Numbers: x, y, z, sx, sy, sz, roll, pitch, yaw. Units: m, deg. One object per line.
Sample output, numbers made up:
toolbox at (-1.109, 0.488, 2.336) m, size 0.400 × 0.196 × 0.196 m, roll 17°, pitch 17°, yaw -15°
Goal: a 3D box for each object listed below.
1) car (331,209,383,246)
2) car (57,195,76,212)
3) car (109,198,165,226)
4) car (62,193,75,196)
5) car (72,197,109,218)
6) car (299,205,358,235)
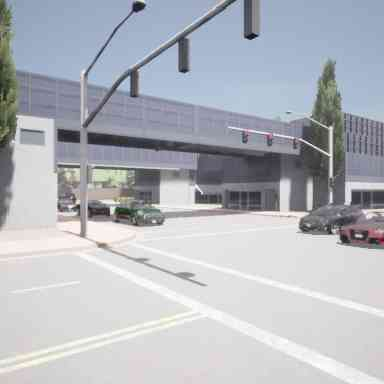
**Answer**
car at (8.249, 1.564, 14.475) m, size 4.181 × 1.385 × 1.994 m, roll 0°, pitch 0°, yaw -37°
car at (-14.826, 1.492, 38.692) m, size 2.128 × 1.511 × 4.902 m, roll 0°, pitch 0°, yaw -36°
car at (-3.795, 1.352, 23.535) m, size 2.097 × 1.767 × 4.553 m, roll 0°, pitch 0°, yaw -36°
car at (-23.692, 1.221, 63.071) m, size 2.150 × 2.045 × 5.566 m, roll 0°, pitch 0°, yaw -36°
car at (-9.245, 1.478, 31.020) m, size 1.882 × 1.535 × 5.008 m, roll 0°, pitch 0°, yaw -36°
car at (7.971, 1.505, 18.637) m, size 4.892 × 1.490 × 1.837 m, roll 0°, pitch 0°, yaw -37°
